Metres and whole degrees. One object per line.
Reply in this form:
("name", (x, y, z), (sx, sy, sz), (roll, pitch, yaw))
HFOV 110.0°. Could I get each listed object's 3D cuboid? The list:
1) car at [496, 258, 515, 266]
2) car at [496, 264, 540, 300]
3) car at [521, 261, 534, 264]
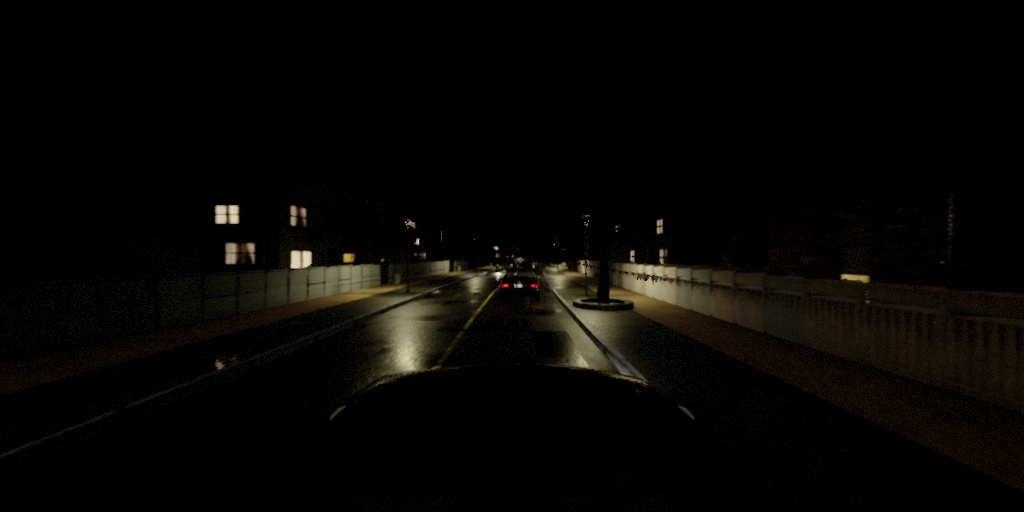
("car", (-0.724, 1.099, 44.527), (2.097, 1.767, 4.553), (0, 0, 5))
("car", (0.407, 1.298, 17.536), (2.033, 1.411, 5.357), (0, 0, 2))
("car", (1.599, 1.277, 38.088), (1.812, 1.442, 4.674), (0, 0, 4))
